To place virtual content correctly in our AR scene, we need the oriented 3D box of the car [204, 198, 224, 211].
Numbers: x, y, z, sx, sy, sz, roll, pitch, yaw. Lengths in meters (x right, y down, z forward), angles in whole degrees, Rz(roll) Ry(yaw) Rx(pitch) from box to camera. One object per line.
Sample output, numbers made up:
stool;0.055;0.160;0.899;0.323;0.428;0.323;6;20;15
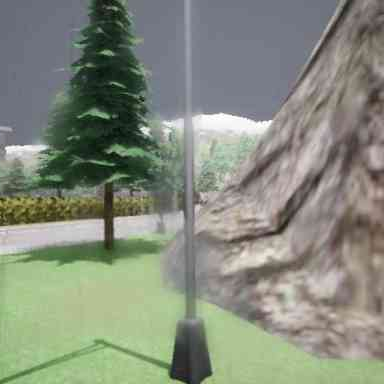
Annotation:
car;2.968;1.643;44.550;2.097;1.767;4.553;-1;0;14
